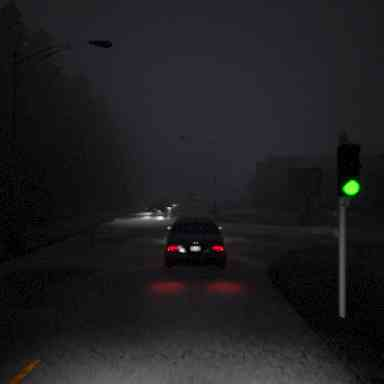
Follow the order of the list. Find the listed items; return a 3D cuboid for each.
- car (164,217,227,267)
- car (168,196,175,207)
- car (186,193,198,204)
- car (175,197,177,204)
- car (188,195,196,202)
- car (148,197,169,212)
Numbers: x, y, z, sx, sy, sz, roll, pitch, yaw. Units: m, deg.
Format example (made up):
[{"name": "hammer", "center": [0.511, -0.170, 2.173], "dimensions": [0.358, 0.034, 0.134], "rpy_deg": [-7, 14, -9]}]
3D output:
[{"name": "car", "center": [0.092, 1.559, 11.367], "dimensions": [2.033, 1.411, 5.357], "rpy_deg": [0, 0, 0]}, {"name": "car", "center": [-4.085, 1.549, 51.075], "dimensions": [1.837, 1.490, 4.892], "rpy_deg": [0, 1, 0]}, {"name": "car", "center": [-0.019, 1.286, 66.084], "dimensions": [2.150, 2.045, 5.566], "rpy_deg": [0, 0, 0]}, {"name": "car", "center": [-4.035, 1.557, 65.711], "dimensions": [2.128, 1.511, 4.902], "rpy_deg": [0, 0, 0]}, {"name": "car", "center": [-0.022, 1.406, 76.474], "dimensions": [1.837, 1.490, 4.892], "rpy_deg": [0, 0, 0]}, {"name": "car", "center": [-4.100, 1.639, 39.476], "dimensions": [1.895, 1.301, 4.718], "rpy_deg": [0, 0, 0]}]
